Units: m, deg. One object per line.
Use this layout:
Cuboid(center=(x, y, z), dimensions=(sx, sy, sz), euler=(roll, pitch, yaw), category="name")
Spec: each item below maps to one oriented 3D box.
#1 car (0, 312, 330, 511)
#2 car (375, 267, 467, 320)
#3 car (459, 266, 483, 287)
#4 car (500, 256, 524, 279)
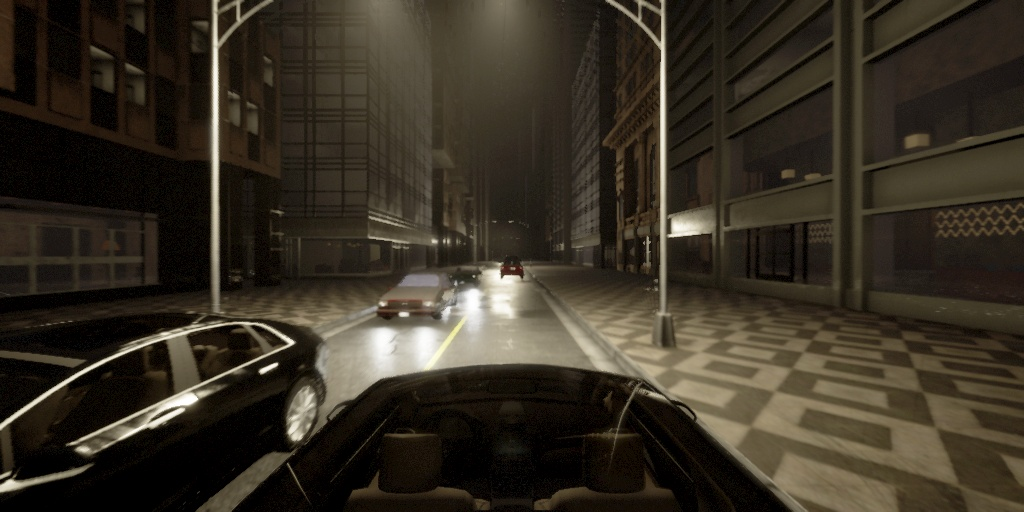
Cuboid(center=(-3.092, 1.255, 2.367), dimensions=(1.837, 1.490, 4.892), euler=(0, 0, 0), category="car")
Cuboid(center=(-3.097, 1.295, 12.962), dimensions=(2.033, 1.411, 5.357), euler=(0, 0, 0), category="car")
Cuboid(center=(-3.091, 1.350, 24.625), dimensions=(1.895, 1.301, 4.718), euler=(0, 0, 0), category="car")
Cuboid(center=(-0.002, 1.101, 32.818), dimensions=(2.097, 1.767, 4.553), euler=(0, 0, 0), category="car")
